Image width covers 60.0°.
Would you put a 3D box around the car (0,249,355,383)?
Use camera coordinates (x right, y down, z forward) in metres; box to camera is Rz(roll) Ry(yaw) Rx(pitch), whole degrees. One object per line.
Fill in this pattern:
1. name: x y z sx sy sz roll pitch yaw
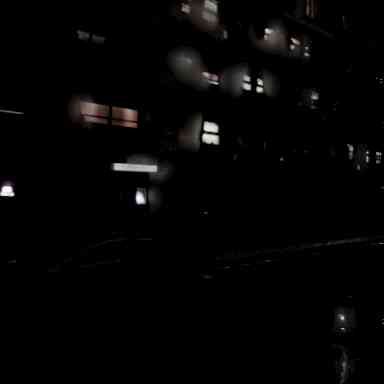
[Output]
1. car: -0.114 1.592 3.601 4.181 1.385 1.994 1 -1 -35

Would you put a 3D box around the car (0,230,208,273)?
1. car: -1.840 1.523 6.364 4.902 1.511 2.128 1 -1 -35
